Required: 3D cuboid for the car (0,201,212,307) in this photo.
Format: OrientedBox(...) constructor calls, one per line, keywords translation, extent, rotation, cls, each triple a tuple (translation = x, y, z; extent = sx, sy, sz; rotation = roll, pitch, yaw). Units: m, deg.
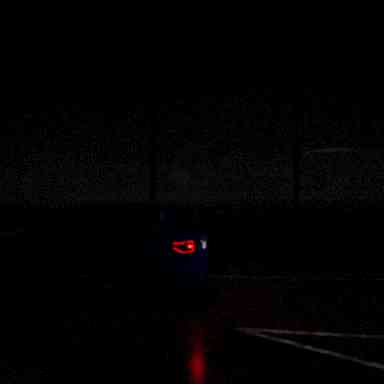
OrientedBox(translation=(-2.317, 1.252, 7.925), extent=(5.566, 2.045, 2.150), rotation=(0, 0, 15), cls="car")
